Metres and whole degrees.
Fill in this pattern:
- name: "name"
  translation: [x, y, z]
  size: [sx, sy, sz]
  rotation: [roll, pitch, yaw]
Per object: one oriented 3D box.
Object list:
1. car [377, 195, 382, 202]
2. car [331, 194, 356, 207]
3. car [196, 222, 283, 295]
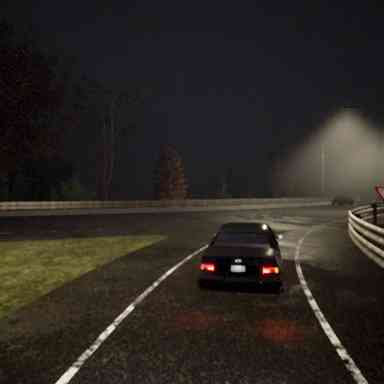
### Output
- name: "car"
  translation: [39.216, 1.287, 68.524]
  size: [1.882, 1.535, 5.008]
  rotation: [0, 0, 32]
- name: "car"
  translation: [21.446, 1.336, 47.178]
  size: [4.892, 1.490, 1.837]
  rotation: [0, 1, -45]
- name: "car"
  translation: [1.430, 1.523, 8.879]
  size: [2.033, 1.411, 5.357]
  rotation: [0, 0, 12]
